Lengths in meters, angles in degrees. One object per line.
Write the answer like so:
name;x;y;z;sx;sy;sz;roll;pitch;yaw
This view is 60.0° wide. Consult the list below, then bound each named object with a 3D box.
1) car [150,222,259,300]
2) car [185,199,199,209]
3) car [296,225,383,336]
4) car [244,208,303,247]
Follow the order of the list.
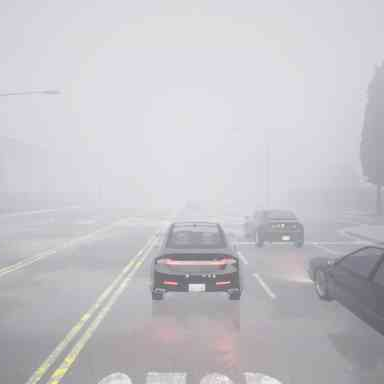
car;0.080;1.492;8.357;2.128;1.511;4.902;0;0;0
car;-0.007;1.601;44.135;1.895;1.301;4.718;0;0;0
car;3.587;1.547;5.312;2.033;1.411;5.357;0;0;0
car;3.563;1.505;15.058;1.837;1.490;4.892;0;0;0
